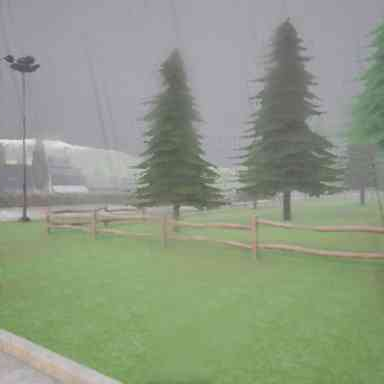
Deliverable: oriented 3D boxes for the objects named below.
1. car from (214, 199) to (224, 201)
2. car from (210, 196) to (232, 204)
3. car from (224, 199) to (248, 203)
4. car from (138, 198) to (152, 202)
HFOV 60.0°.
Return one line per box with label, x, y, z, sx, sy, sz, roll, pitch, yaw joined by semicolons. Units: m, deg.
car;2.468;1.475;53.276;2.033;1.411;5.357;0;0;36
car;5.610;1.495;63.823;1.895;1.301;4.718;0;0;35
car;8.460;1.097;61.796;2.150;2.045;5.566;0;0;35
car;-8.194;1.564;62.427;1.994;1.385;4.181;0;0;36
